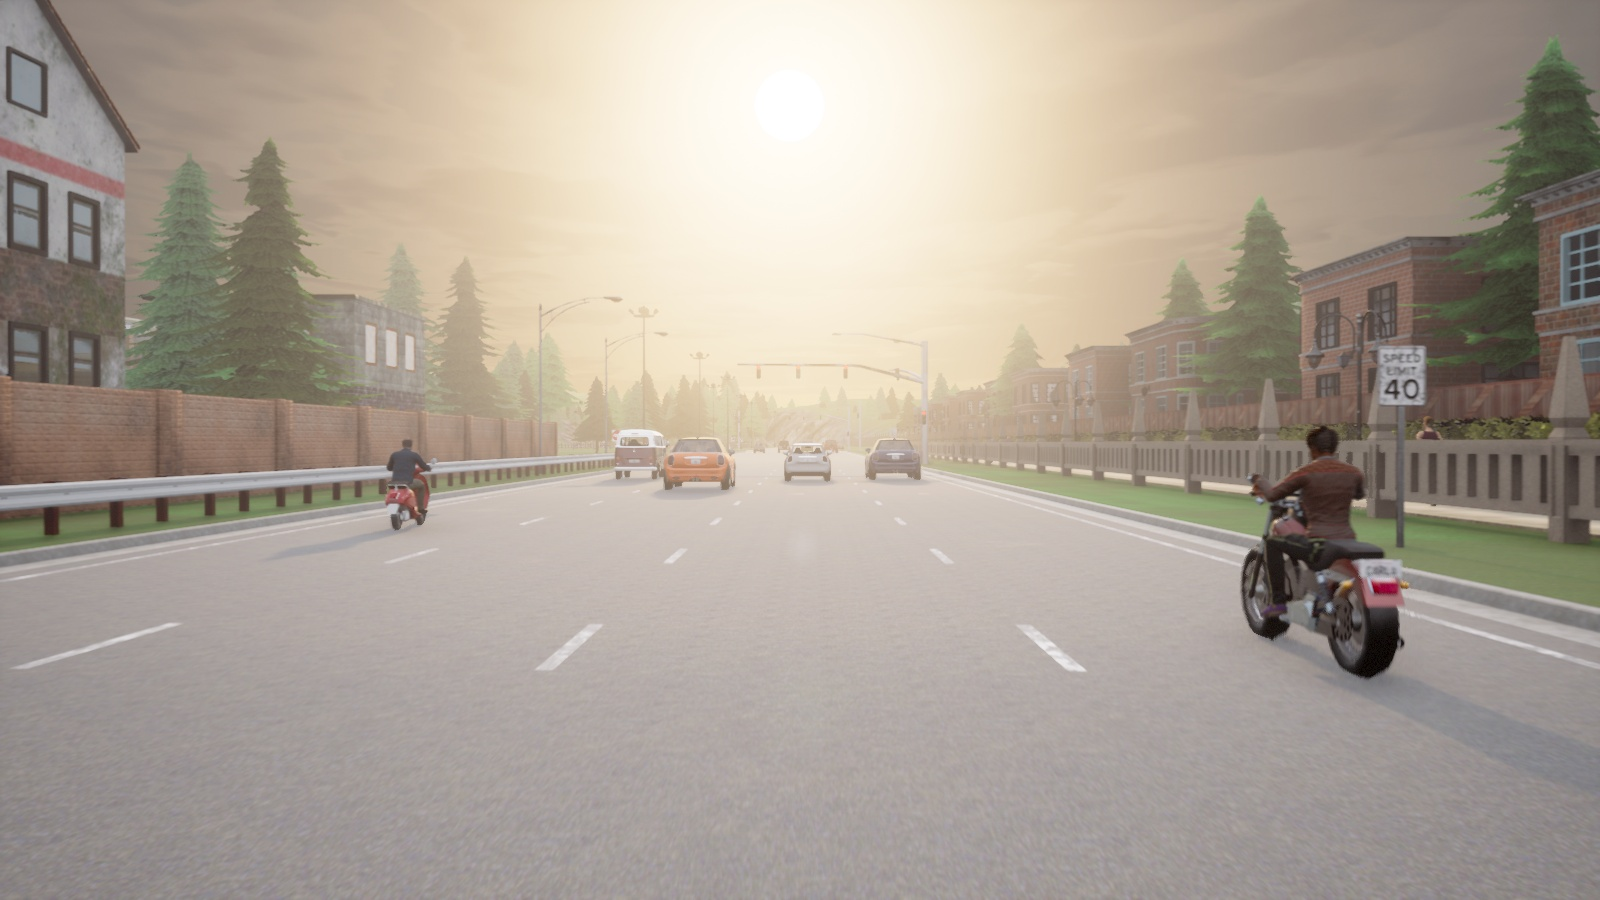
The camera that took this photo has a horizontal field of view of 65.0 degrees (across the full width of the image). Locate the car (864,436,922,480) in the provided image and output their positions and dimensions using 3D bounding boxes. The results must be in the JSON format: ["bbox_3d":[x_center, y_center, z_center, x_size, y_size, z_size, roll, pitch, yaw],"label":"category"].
[{"bbox_3d":[3.814,0.313,52.280,2.097,1.767,4.553,0,0,0],"label":"car"}]

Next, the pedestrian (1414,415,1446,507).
[{"bbox_3d":[12.827,0.222,25.565,0.345,1.836,0.594,0,0,0],"label":"pedestrian"}]

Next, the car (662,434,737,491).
[{"bbox_3d":[-3.248,0.369,41.448,2.097,1.767,4.553,0,0,0],"label":"car"}]

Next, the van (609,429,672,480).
[{"bbox_3d":[-6.682,0.165,52.969,2.069,2.038,4.480,0,0,0],"label":"van"}]

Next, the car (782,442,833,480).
[{"bbox_3d":[0.305,0.426,50.674,1.970,1.475,3.806,0,0,0],"label":"car"}]

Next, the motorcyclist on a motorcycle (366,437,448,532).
[{"bbox_3d":[-6.859,0.570,22.014,0.866,1.590,1.817,0,0,0],"label":"motorcyclist on a motorcycle"}]

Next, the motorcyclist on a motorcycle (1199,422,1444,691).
[{"bbox_3d":[3.566,0.650,8.863,0.766,1.649,2.350,0,0,0],"label":"motorcyclist on a motorcycle"}]
